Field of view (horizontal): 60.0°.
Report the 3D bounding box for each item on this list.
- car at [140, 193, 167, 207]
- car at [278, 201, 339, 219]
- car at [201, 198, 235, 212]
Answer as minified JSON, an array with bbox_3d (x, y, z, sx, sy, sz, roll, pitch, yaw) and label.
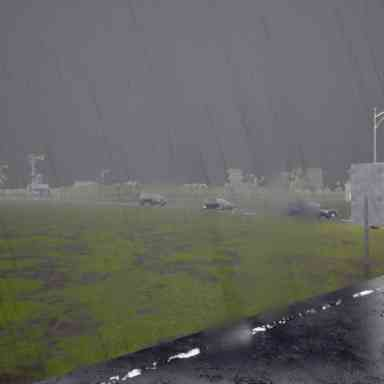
[{"bbox_3d":[-6.159,1.200,52.109,2.150,2.045,5.566,0,0,-37],"label":"car"},{"bbox_3d":[10.075,1.535,29.353,2.033,1.411,5.357,0,0,-33],"label":"car"},{"bbox_3d":[3.053,1.489,39.754,1.837,1.490,4.892,0,0,-35],"label":"car"}]
